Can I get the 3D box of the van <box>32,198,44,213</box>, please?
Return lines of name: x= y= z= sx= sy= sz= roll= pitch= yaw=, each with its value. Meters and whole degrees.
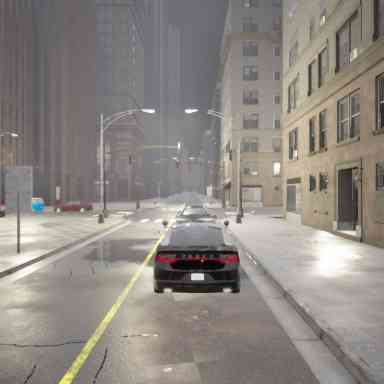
van: x=-19.567 y=1.591 z=39.185 sx=3.998 sy=1.788 sz=1.690 roll=-1 pitch=0 yaw=0

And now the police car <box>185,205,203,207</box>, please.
police car: x=0.128 y=1.510 z=18.581 sx=2.038 sy=1.542 sz=4.974 roll=0 pitch=0 yaw=0

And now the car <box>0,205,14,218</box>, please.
car: x=-19.599 y=1.523 z=30.659 sx=5.009 sy=1.841 sz=2.192 roll=-1 pitch=0 yaw=0

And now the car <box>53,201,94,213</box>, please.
car: x=-13.941 y=1.726 z=39.160 sx=4.507 sy=1.381 sz=1.887 roll=-1 pitch=0 yaw=0

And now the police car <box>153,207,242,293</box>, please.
police car: x=0.111 y=1.427 z=8.977 sx=1.930 sy=1.638 sz=5.238 roll=0 pitch=0 yaw=0
